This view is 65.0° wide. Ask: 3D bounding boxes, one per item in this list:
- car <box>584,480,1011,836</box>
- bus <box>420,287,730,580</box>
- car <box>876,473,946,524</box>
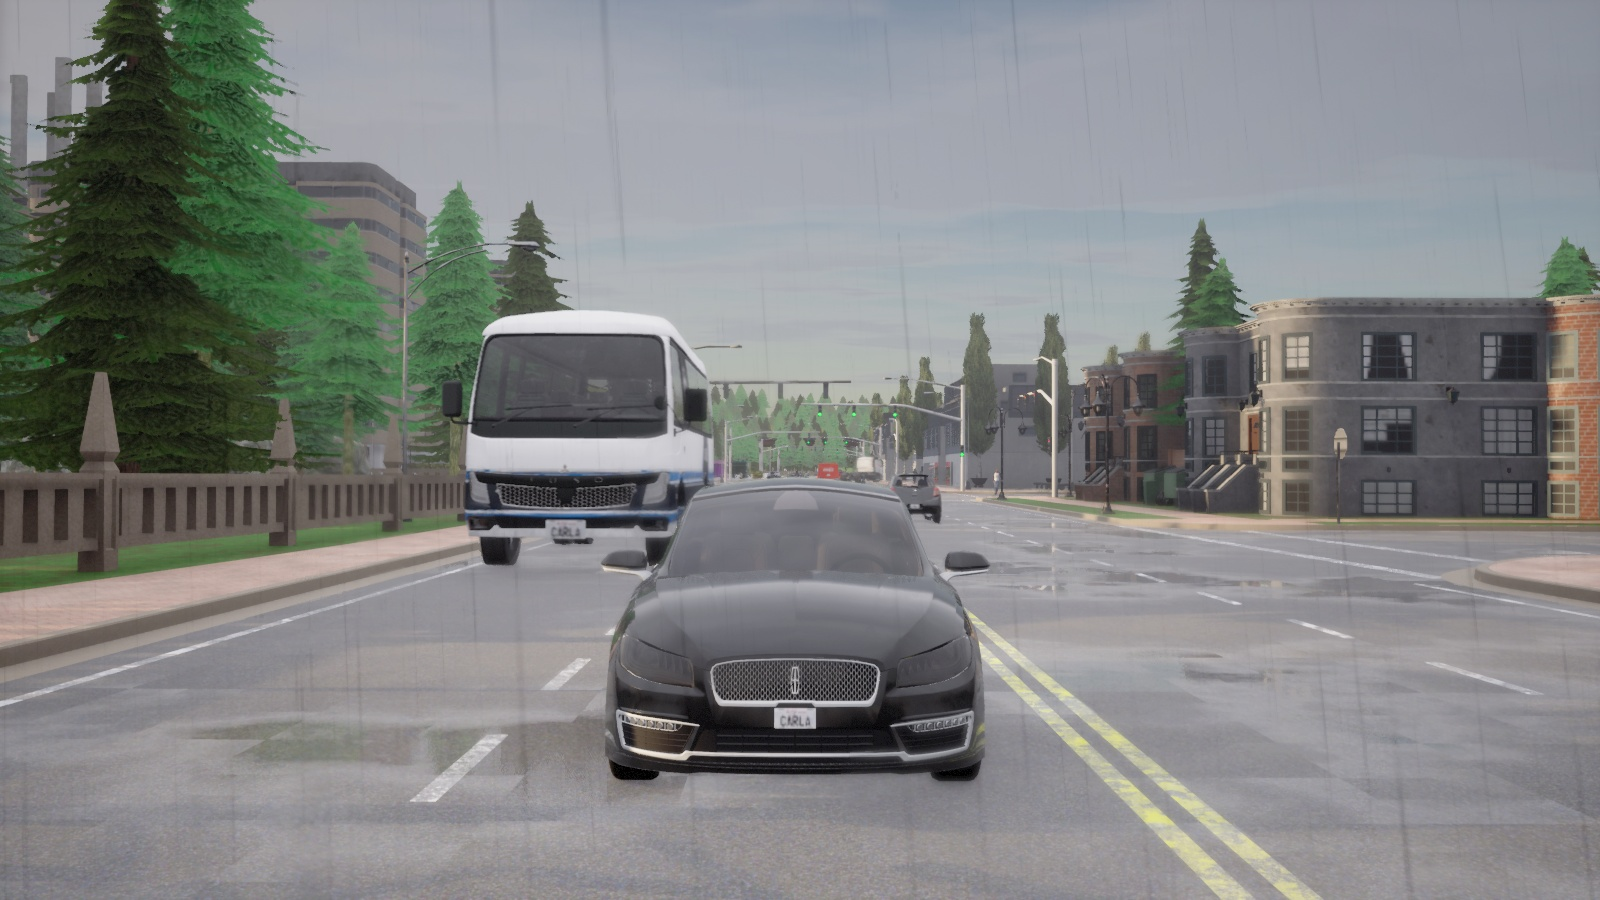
[{"bbox_3d":[-0.018,0.951,7.864,1.837,1.490,4.892,0,-1,0],"label":"car"},{"bbox_3d":[-3.560,-0.156,23.395,3.944,4.253,10.273,0,-1,0],"label":"bus"},{"bbox_3d":[3.409,1.470,39.102,1.845,1.501,3.633,0,-1,0],"label":"car"}]
